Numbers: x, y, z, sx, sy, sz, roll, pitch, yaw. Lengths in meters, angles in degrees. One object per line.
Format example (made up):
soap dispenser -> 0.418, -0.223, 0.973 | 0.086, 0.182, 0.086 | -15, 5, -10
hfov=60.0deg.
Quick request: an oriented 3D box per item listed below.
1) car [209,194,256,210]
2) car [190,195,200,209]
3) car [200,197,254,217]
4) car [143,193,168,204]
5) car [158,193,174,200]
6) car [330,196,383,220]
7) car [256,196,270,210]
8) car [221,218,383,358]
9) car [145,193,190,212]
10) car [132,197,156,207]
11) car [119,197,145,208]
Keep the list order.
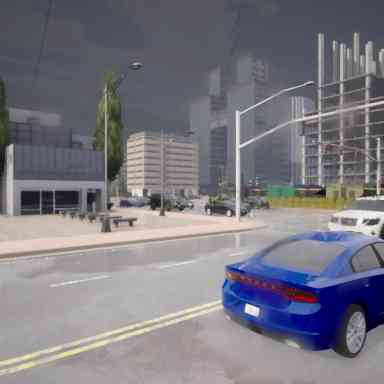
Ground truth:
car -> 4.243, 1.352, 35.886 | 2.097, 1.767, 4.553 | 0, 0, -36
car -> -1.647, 1.491, 43.934 | 2.128, 1.511, 4.902 | 0, 0, -36
car -> 3.160, 1.505, 31.440 | 1.837, 1.490, 4.892 | 0, 0, -36
car -> -7.070, 1.221, 63.520 | 2.150, 2.045, 5.566 | 0, 0, -36
car -> -6.809, 1.156, 87.176 | 3.866, 1.878, 1.905 | 0, 0, -38
car -> 8.648, 1.221, 15.574 | 5.566, 2.045, 2.150 | 0, 0, -39
car -> 7.837, 1.352, 43.140 | 2.097, 1.767, 4.553 | 0, 0, -36
car -> 2.766, 1.478, 6.126 | 5.008, 1.535, 1.882 | 0, 0, -38
car -> -3.045, 1.221, 39.919 | 2.150, 2.045, 5.566 | 0, 0, -36
car -> -7.560, 1.564, 52.028 | 1.994, 1.385, 4.181 | 0, 0, -36
car -> -8.913, 1.526, 47.962 | 1.812, 1.442, 4.674 | 0, 0, -36
